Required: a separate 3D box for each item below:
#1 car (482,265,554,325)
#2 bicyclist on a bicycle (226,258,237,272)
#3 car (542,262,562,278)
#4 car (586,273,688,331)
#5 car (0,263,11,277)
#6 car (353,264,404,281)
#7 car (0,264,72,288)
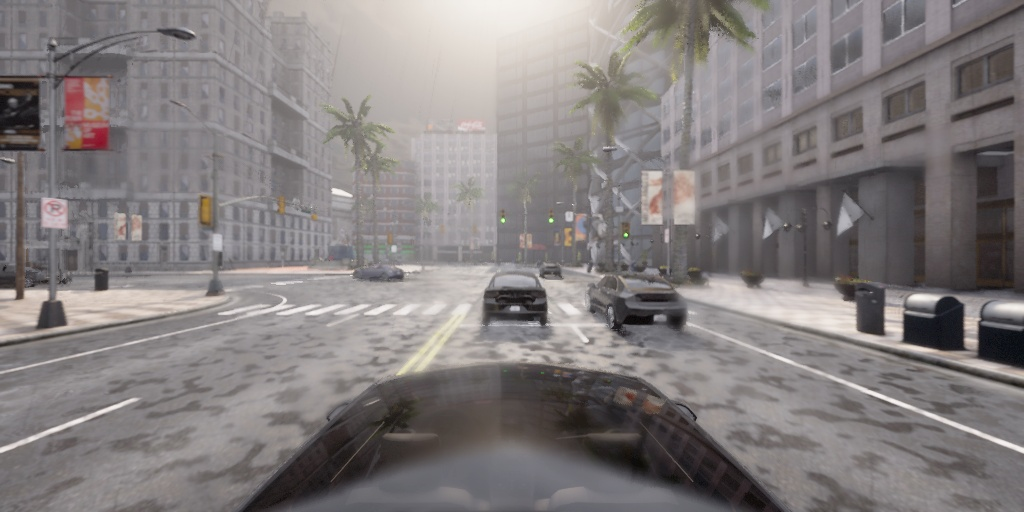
[{"bbox_3d":[0.093,1.236,11.939,1.882,1.535,5.008,0,0,0],"label":"car"},{"bbox_3d":[-32.678,1.083,41.729,0.582,1.620,1.656,0,0,0],"label":"bicyclist on a bicycle"},{"bbox_3d":[3.599,1.282,34.453,1.837,1.490,4.892,0,0,0],"label":"car"},{"bbox_3d":[3.592,1.263,11.094,1.837,1.490,4.892,0,0,0],"label":"car"},{"bbox_3d":[-51.641,1.377,34.276,4.718,1.301,1.895,0,0,-1],"label":"car"},{"bbox_3d":[-11.061,1.337,29.721,4.181,1.385,1.994,0,0,20],"label":"car"},{"bbox_3d":[-32.318,1.272,23.748,4.892,1.490,1.837,0,0,0],"label":"car"}]
